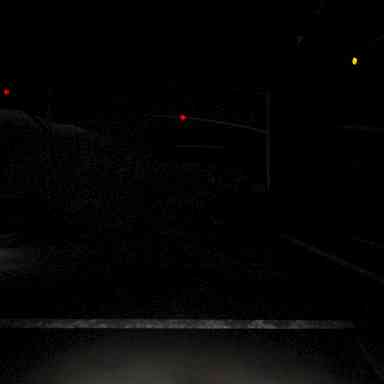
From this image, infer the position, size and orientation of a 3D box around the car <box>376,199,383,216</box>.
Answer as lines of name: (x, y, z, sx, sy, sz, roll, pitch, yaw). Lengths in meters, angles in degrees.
car: (17.197, 1.480, 32.953, 2.242, 1.667, 4.611, 0, 0, -1)

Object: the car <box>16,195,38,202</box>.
car: (-35.171, 1.384, 70.870, 3.806, 1.475, 1.970, 0, 0, -1)

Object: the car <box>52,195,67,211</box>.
car: (-16.218, 1.361, 36.595, 3.806, 1.475, 1.970, 0, 0, -1)

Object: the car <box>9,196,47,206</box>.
car: (-24.071, 1.298, 48.960, 4.514, 1.523, 2.007, 0, 0, -1)

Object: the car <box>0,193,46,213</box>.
car: (-16.806, 1.077, 33.267, 3.866, 1.878, 1.905, 0, 0, -1)

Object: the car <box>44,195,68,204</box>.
car: (-24.097, 1.319, 58.953, 3.633, 1.501, 1.845, 0, 0, -1)

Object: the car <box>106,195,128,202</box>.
car: (-16.579, 1.339, 73.988, 4.514, 1.523, 2.007, 0, 0, -1)

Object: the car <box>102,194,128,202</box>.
car: (-16.505, 1.330, 70.852, 5.027, 1.636, 2.152, 0, 0, -1)
